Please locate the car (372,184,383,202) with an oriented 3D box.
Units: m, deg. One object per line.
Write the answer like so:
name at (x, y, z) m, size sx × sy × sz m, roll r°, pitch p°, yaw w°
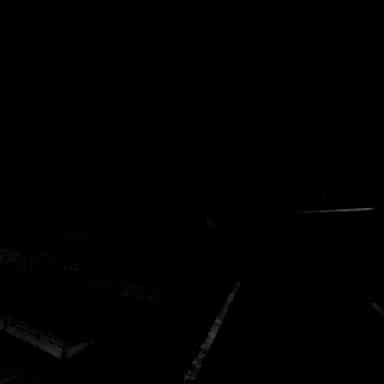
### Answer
car at (8.290, -0.333, 9.646) m, size 5.357 × 1.411 × 2.033 m, roll -5°, pitch -3°, yaw 36°
